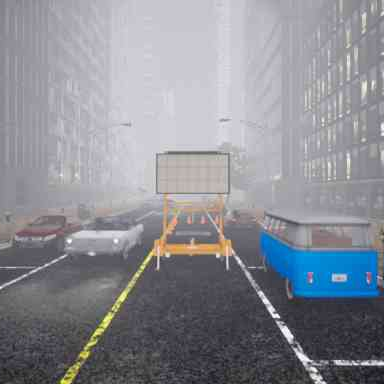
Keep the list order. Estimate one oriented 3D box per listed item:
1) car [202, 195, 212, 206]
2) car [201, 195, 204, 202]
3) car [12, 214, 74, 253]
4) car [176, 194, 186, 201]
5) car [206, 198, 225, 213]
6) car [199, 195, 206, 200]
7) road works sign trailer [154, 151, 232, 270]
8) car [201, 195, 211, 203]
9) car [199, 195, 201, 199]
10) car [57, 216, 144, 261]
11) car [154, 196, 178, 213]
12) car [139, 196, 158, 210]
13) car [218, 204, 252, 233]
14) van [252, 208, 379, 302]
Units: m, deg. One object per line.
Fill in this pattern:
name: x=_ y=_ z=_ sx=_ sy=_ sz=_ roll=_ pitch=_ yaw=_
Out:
car: x=2.832 y=1.544 z=47.801 sx=2.008 sy=1.369 sz=4.403 roll=0 pitch=0 yaw=0
car: x=2.849 y=1.538 z=53.493 sx=2.008 sy=1.369 sz=4.403 roll=0 pitch=0 yaw=0
car: x=-5.652 y=1.582 z=13.674 sx=1.802 sy=1.307 sz=4.206 roll=0 pitch=0 yaw=0
car: x=-2.745 y=1.158 z=85.427 sx=2.150 sy=2.045 sz=5.566 roll=0 pitch=0 yaw=0
car: x=2.798 y=1.581 z=36.416 sx=1.802 sy=1.307 sz=4.206 roll=0 pitch=0 yaw=0
car: x=2.970 y=1.463 z=93.341 sx=1.887 sy=1.381 sz=4.507 roll=0 pitch=0 yaw=0
road works sign trailer: x=0.031 y=0.464 z=10.982 sx=2.380 sy=3.560 sz=2.880 roll=0 pitch=0 yaw=0
car: x=2.901 y=1.401 z=70.570 sx=1.967 sy=1.590 sz=4.097 roll=0 pitch=0 yaw=0
car: x=2.884 y=1.410 z=64.878 sx=1.967 sy=1.590 sz=4.097 roll=0 pitch=0 yaw=0
car: x=-3.065 y=1.600 z=12.443 sx=1.895 sy=1.301 sz=4.718 roll=0 pitch=0 yaw=0
car: x=-2.889 y=1.524 z=37.859 sx=1.812 sy=1.442 sz=4.674 roll=0 pitch=0 yaw=0
car: x=-5.566 y=1.548 z=42.137 sx=2.008 sy=1.369 sz=4.403 roll=0 pitch=0 yaw=0
car: x=2.746 y=1.581 z=19.338 sx=1.802 sy=1.307 sz=4.206 roll=0 pitch=0 yaw=0
van: x=2.712 y=1.341 z=7.955 sx=1.690 sy=1.788 sz=3.998 roll=0 pitch=0 yaw=0
